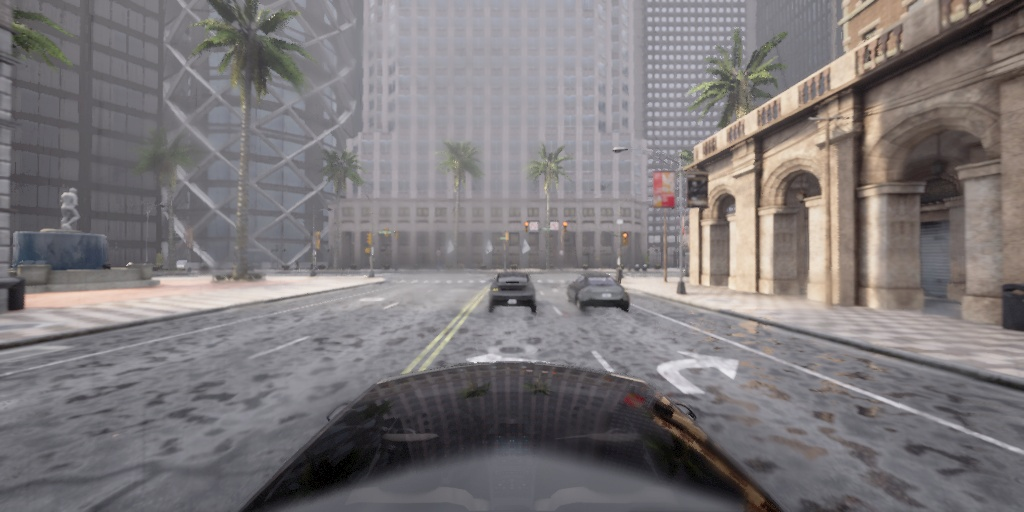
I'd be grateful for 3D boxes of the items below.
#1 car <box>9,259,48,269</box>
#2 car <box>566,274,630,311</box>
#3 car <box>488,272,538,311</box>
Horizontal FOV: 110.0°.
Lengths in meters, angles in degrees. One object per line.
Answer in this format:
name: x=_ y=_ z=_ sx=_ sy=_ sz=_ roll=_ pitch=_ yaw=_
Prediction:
car: x=-51.586 y=1.365 z=38.729 sx=2.150 sy=2.045 sz=5.566 roll=-1 pitch=-1 yaw=44
car: x=3.548 y=1.460 z=15.378 sx=1.994 sy=1.385 sz=4.181 roll=0 pitch=-1 yaw=0
car: x=0.045 y=1.402 z=15.320 sx=1.837 sy=1.490 sz=4.892 roll=0 pitch=0 yaw=1
